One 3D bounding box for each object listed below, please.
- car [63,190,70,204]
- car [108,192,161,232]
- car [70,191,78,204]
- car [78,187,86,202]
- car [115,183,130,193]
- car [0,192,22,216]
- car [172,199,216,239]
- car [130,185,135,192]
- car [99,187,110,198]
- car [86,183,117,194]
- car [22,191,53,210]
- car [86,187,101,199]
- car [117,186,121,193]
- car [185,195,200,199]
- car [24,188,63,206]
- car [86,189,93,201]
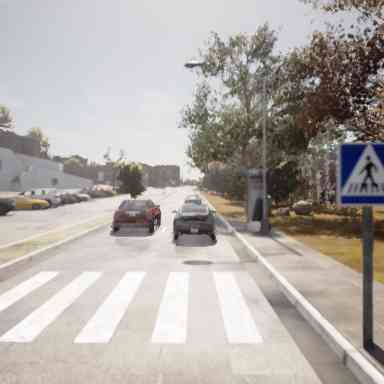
[{"bbox_3d":[-16.855,0.887,37.977,4.792,1.488,2.163,-1,2,-20],"label":"car"},{"bbox_3d":[-2.901,1.103,18.405,2.097,1.767,4.553,0,1,0],"label":"car"},{"bbox_3d":[-16.830,0.823,41.001,4.674,1.452,2.002,-1,1,-20],"label":"car"},{"bbox_3d":[-16.858,0.573,43.984,4.553,1.767,2.185,-1,1,-20],"label":"car"},{"bbox_3d":[-16.837,-0.332,70.970,5.566,2.045,2.435,-1,2,-20],"label":"car"},{"bbox_3d":[-16.814,0.867,25.993,5.566,2.045,2.435,-1,1,-20],"label":"car"},{"bbox_3d":[0.099,1.292,15.955,1.837,1.490,4.892,0,1,0],"label":"car"},{"bbox_3d":[-16.837,-0.431,79.983,4.553,1.767,2.185,-1,1,-20],"label":"car"},{"bbox_3d":[-16.792,0.371,56.011,4.792,1.488,2.163,-1,2,-20],"label":"car"},{"bbox_3d":[-16.796,0.002,59.005,5.566,2.045,2.435,-1,2,-20],"label":"car"},{"bbox_3d":[-16.661,0.990,32.051,5.366,1.575,1.946,-1,1,-20],"label":"car"},{"bbox_3d":[-16.815,0.524,49.996,5.008,1.535,2.097,-1,2,-20],"label":"car"},{"bbox_3d":[-16.641,0.158,62.063,5.366,1.575,1.946,-1,2,-20],"label":"car"},{"bbox_3d":[0.099,1.004,34.257,2.033,1.411,5.357,0,1,0],"label":"car"},{"bbox_3d":[-16.860,0.679,34.972,5.566,2.045,2.435,-1,2,-20],"label":"car"},{"bbox_3d":[-16.826,0.653,46.998,4.674,1.452,2.002,-1,1,-20],"label":"car"}]
